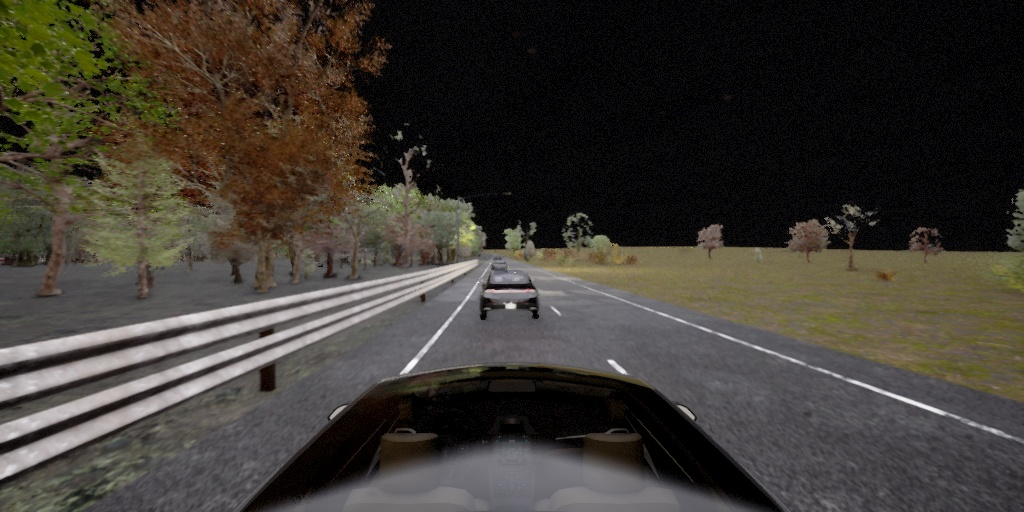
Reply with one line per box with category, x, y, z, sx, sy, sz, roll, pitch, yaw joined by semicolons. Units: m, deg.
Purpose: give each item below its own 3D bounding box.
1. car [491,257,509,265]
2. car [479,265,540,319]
car;-1.456;1.188;42.705;2.128;1.511;4.902;0;0;-3
car;-0.146;1.230;12.728;2.128;1.511;4.902;0;0;-3
